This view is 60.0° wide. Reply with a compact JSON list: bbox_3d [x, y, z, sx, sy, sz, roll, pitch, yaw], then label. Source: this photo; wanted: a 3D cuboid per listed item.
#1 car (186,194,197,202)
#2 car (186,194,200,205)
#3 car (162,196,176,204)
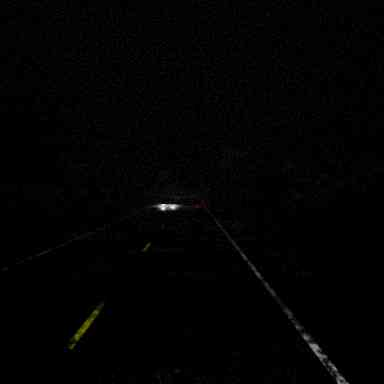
[{"bbox_3d":[-0.017,1.051,63.591,2.033,1.411,5.357,0,0,0],"label":"car"},{"bbox_3d":[0.088,1.139,49.865,1.812,1.442,4.674,0,1,0],"label":"car"},{"bbox_3d":[-3.582,1.202,51.389,1.895,1.301,4.718,0,0,0],"label":"car"}]
